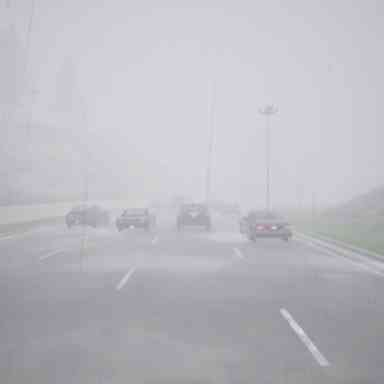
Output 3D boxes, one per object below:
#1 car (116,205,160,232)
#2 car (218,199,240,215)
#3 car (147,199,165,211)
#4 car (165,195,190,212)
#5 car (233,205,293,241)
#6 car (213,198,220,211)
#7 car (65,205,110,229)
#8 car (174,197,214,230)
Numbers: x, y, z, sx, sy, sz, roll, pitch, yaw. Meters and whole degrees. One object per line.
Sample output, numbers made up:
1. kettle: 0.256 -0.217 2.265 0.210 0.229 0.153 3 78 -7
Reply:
1. car: -3.401 1.704 21.062 1.895 1.301 4.718 0 0 0
2. car: 4.436 1.726 36.491 2.033 1.411 5.357 0 0 10
3. car: -4.342 1.711 44.719 2.128 1.511 4.902 0 0 18
4. car: -1.139 1.431 42.816 2.150 2.045 5.566 0 0 17
5. car: 3.599 1.631 17.111 2.033 1.411 5.357 0 0 0
6. car: 3.068 1.567 44.036 2.097 1.767 4.553 0 0 19
7. car: -6.899 1.602 22.472 2.128 1.511 4.902 0 0 0
8. car: 0.097 1.461 22.241 2.097 1.767 4.553 0 0 0
